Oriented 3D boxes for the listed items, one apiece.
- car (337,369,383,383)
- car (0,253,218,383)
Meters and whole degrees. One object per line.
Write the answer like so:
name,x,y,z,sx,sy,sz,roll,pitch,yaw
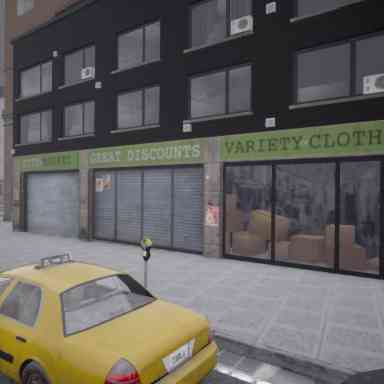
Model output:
car,2.689,1.551,1.177,4.403,1.369,2.008,0,1,35
car,-2.003,1.524,4.510,4.829,1.417,1.752,0,1,35
